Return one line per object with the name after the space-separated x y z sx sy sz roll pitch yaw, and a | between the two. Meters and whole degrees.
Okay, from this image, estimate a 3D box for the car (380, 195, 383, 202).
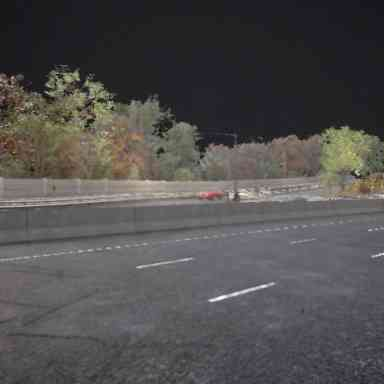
39.984 1.326 67.116 4.674 1.442 1.812 0 0 -38 | car

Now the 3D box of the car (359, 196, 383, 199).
30.187 1.340 54.919 4.902 1.511 2.128 0 0 -38 | car

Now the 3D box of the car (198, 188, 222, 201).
3.055 0.387 54.833 2.150 2.045 5.566 0 1 28 | car

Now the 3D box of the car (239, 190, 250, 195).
10.437 0.386 68.419 1.812 1.442 4.674 0 2 30 | car

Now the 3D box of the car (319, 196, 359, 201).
18.123 1.463 40.989 4.718 1.301 1.895 0 0 -38 | car

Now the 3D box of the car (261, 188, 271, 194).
18.386 -0.163 81.710 1.994 1.385 4.181 0 3 32 | car

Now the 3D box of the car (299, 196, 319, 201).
16.699 1.367 44.315 4.674 1.442 1.812 0 0 -38 | car

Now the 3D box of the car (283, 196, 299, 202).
14.840 1.314 47.301 4.902 1.511 2.128 0 0 -38 | car
